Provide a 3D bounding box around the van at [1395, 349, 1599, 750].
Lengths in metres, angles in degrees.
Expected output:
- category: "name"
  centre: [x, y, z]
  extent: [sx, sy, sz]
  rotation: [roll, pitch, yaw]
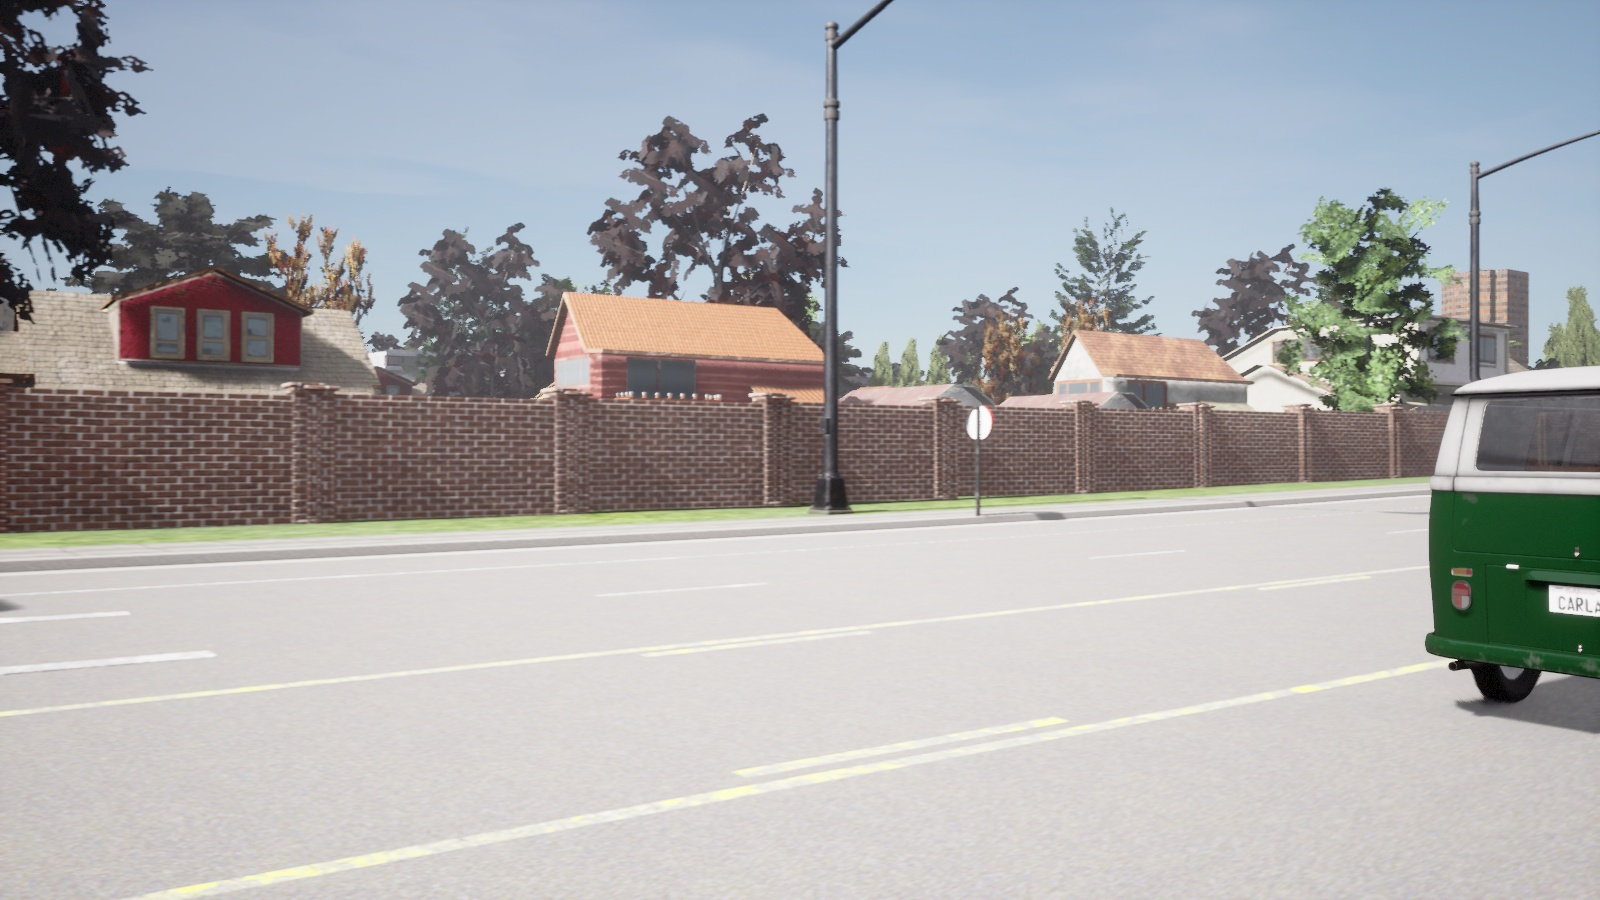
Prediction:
- category: "van"
  centre: [5.690, 0.478, 7.620]
  extent: [4.442, 1.987, 1.775]
  rotation: [0, 0, -35]
